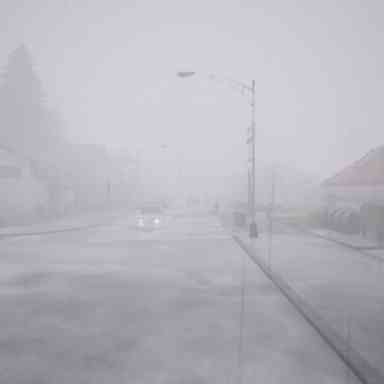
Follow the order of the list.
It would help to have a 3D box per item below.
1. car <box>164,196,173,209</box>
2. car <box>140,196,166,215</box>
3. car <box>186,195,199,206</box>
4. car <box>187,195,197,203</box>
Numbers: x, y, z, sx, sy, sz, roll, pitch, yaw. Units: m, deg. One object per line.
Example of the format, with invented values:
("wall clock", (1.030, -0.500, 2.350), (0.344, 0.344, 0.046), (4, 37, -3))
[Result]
("car", (-4.090, 1.300, 44.160), (2.097, 1.767, 4.553), (0, 0, 0))
("car", (-4.097, 1.464, 34.118), (1.837, 1.490, 4.892), (0, 0, 0))
("car", (0.098, 1.290, 54.394), (2.097, 1.767, 4.553), (0, 0, 1))
("car", (-0.012, 1.442, 69.030), (2.128, 1.511, 4.902), (-1, 1, 0))
